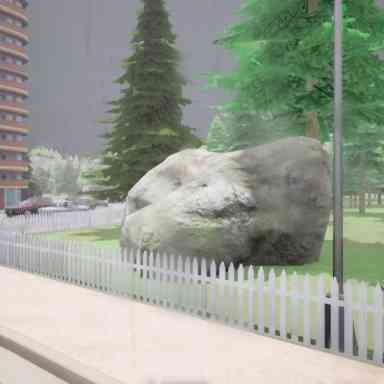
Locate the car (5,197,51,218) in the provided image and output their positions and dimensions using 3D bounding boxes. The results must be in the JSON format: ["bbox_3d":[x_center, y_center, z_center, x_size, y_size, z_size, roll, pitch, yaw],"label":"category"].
[{"bbox_3d":[-14.519,1.422,30.237,1.882,1.535,5.008,0,0,15],"label":"car"}]

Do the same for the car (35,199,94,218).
[{"bbox_3d":[-10.939,1.545,28.925,1.895,1.301,4.718,0,0,18],"label":"car"}]

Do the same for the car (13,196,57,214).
[{"bbox_3d":[-16.783,1.296,35.880,2.097,1.767,4.553,0,0,8],"label":"car"}]
